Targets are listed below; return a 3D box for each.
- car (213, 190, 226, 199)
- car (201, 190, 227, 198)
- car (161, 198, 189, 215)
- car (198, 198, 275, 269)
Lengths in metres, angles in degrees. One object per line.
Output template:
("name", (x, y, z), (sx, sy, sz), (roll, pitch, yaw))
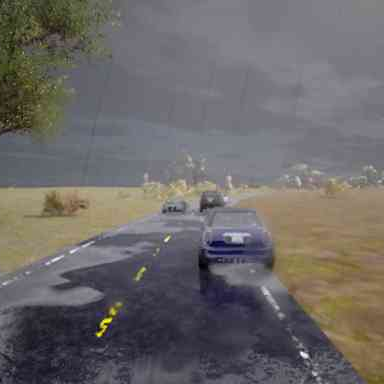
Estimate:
("car", (5.926, 0.538, 70.635), (2.097, 1.767, 4.553), (0, 1, 14))
("car", (2.038, 0.855, 33.243), (2.150, 2.045, 5.566), (0, 1, 8))
("car", (-1.443, 1.234, 29.742), (1.994, 1.385, 4.181), (0, 1, 6))
("car", (1.273, 1.233, 10.849), (2.097, 1.767, 4.553), (0, 1, 2))
